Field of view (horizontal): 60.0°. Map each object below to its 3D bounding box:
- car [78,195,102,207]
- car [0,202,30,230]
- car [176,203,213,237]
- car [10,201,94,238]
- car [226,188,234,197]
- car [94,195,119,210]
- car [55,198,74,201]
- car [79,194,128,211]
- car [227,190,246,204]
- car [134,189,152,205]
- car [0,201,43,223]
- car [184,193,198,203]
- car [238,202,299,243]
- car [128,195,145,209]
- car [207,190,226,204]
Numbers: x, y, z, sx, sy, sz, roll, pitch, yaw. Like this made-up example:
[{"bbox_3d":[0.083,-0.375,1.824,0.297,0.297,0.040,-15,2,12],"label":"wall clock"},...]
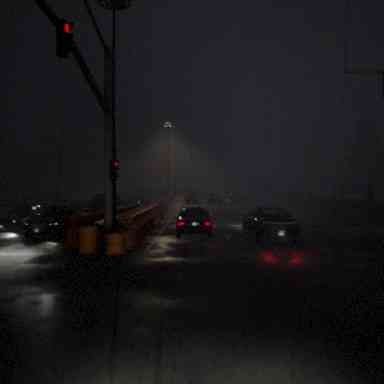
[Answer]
[{"bbox_3d":[-14.063,1.236,45.963,1.895,1.301,4.718,0,3,0],"label":"car"},{"bbox_3d":[-10.585,1.521,21.129,2.033,1.411,5.357,0,0,0],"label":"car"},{"bbox_3d":[0.109,1.525,17.788,2.033,1.411,5.357,0,0,0],"label":"car"},{"bbox_3d":[-7.057,1.470,17.464,2.128,1.511,4.902,0,0,-1],"label":"car"},{"bbox_3d":[6.868,0.070,60.005,1.837,1.490,4.892,0,6,0],"label":"car"},{"bbox_3d":[-10.540,1.298,41.450,1.882,1.535,5.008,0,2,0],"label":"car"},{"bbox_3d":[-10.572,1.509,31.194,2.033,1.411,5.357,0,0,0],"label":"car"},{"bbox_3d":[-7.077,1.187,27.317,2.150,2.045,5.566,0,0,0],"label":"car"},{"bbox_3d":[6.916,0.950,50.351,1.994,1.385,4.181,0,4,0],"label":"car"},{"bbox_3d":[-7.073,0.744,48.047,2.150,2.045,5.566,0,3,0],"label":"car"},{"bbox_3d":[-14.078,1.515,26.524,2.033,1.411,5.357,0,0,0],"label":"car"},{"bbox_3d":[-0.082,0.915,49.945,1.837,1.490,4.892,0,4,0],"label":"car"},{"bbox_3d":[3.609,1.471,15.836,2.128,1.511,4.902,0,0,0],"label":"car"},{"bbox_3d":[-7.051,1.463,37.555,2.033,1.411,5.357,0,1,0],"label":"car"},{"bbox_3d":[3.417,0.756,50.044,2.097,1.767,4.553,0,4,0],"label":"car"}]
